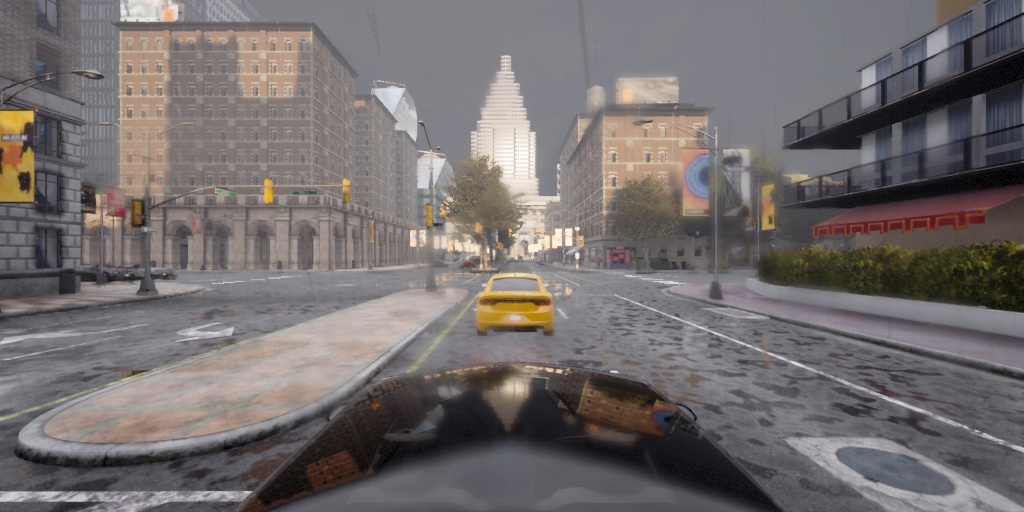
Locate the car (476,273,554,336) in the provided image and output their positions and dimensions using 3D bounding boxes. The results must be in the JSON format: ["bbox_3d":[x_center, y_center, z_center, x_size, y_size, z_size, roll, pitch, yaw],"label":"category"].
[{"bbox_3d":[0.092,1.228,10.455,1.882,1.535,5.008,0,0,0],"label":"car"}]

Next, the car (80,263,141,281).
[{"bbox_3d":[-33.416,1.276,28.953,4.674,1.442,1.812,0,0,0],"label":"car"}]

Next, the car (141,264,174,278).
[{"bbox_3d":[-33.668,1.351,32.451,4.718,1.301,1.895,0,0,0],"label":"car"}]
